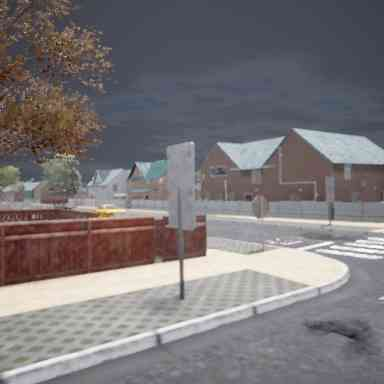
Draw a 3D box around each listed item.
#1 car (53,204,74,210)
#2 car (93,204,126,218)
[{"bbox_3d":[-18.220,2.398,47.192,1.895,1.301,4.718,-2,0,-36],"label":"car"},{"bbox_3d":[-8.294,1.990,33.286,1.882,1.535,5.008,-2,0,-36],"label":"car"}]
